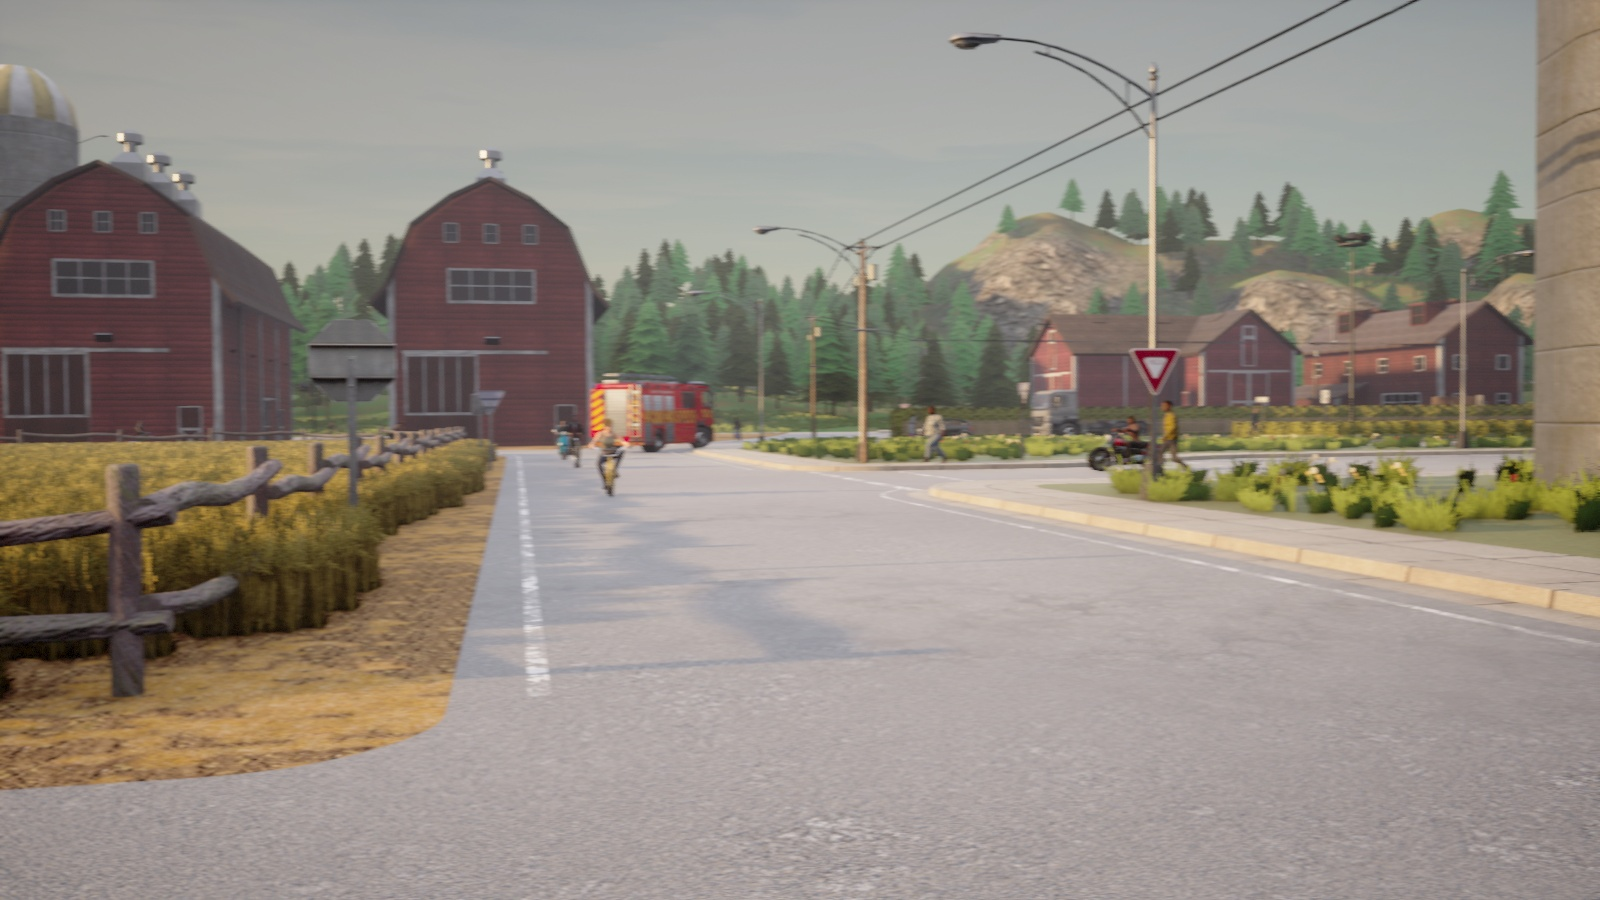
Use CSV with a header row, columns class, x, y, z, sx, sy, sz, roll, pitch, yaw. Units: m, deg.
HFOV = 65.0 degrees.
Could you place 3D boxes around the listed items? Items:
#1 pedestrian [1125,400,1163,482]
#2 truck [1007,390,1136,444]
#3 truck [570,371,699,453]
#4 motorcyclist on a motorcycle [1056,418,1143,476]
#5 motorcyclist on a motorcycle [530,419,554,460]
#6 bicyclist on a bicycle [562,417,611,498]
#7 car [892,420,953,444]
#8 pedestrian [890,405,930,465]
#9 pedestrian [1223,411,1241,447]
class,x,y,z,sx,sy,sz,roll,pitch,yaw
pedestrian,7.810,-0.216,28.508,0.709,1.840,0.431,0,1,-8
truck,18.069,-2.195,83.660,7.936,3.462,2.891,0,1,-14
truck,-8.218,-1.916,63.584,2.891,3.827,8.468,1,2,20
motorcyclist on a motorcycle,8.665,-0.112,36.363,2.350,1.649,0.766,-1,1,-14
motorcyclist on a motorcycle,-10.278,-0.443,49.961,0.866,1.590,1.817,0,1,-14
bicyclist on a bicycle,-4.395,0.131,25.767,0.866,1.612,1.509,0,2,-14
car,7.943,-1.185,81.533,3.705,1.549,1.789,0,1,-5
pedestrian,3.421,-0.472,38.991,0.900,1.855,0.874,-1,2,-28
pedestrian,21.908,-1.070,63.667,0.402,1.842,0.726,-1,2,-43
